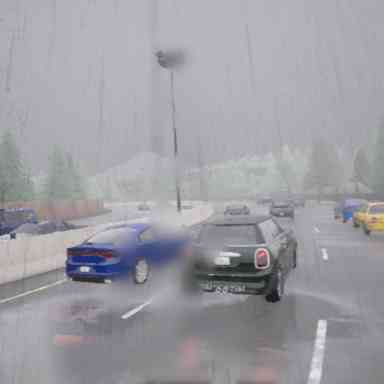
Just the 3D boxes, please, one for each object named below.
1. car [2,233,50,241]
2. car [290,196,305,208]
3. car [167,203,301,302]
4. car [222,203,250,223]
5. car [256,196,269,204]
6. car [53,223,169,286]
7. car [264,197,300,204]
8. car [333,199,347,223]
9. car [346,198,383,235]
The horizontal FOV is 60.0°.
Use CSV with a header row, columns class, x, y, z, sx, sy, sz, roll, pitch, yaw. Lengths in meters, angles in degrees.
class,x,y,z,sx,sy,sz,roll,pitch,yaw
car,-7.128,2.111,15.729,2.033,1.411,5.357,-3,-1,20
car,12.923,1.282,42.244,2.128,1.511,4.902,-3,-1,3
car,1.442,1.373,8.620,2.097,1.767,4.553,-3,-1,23
car,3.819,1.715,27.889,1.895,1.301,4.718,-3,-1,12
car,12.782,1.462,58.594,1.882,1.535,5.008,-3,-1,-5
car,-1.623,1.683,10.293,1.882,1.535,5.008,-3,-1,23
car,7.039,1.417,26.495,2.128,1.511,4.902,-3,-1,13
car,10.854,1.153,22.498,1.882,1.535,5.008,-3,-1,14
car,9.140,1.152,16.341,1.801,1.575,5.366,-3,-1,17
